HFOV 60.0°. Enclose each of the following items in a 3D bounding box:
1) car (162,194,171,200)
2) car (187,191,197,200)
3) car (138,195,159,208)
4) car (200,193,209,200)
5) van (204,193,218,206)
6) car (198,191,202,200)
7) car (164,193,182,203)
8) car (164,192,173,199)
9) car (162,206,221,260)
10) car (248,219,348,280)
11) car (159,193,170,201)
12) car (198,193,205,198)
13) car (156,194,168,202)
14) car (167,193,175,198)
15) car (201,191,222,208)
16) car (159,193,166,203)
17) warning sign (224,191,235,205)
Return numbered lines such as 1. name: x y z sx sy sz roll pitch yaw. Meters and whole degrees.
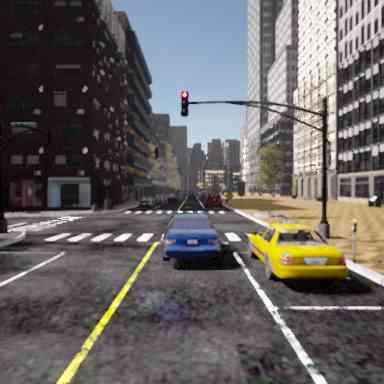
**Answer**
1. car: -5.689 1.073 74.932 1.802 1.307 4.206 0 0 0
2. car: 0.004 1.016 70.547 1.837 1.490 4.892 0 0 0
3. car: -5.691 1.246 41.772 2.008 1.369 4.403 0 0 0
4. car: 2.691 1.035 74.931 1.887 1.381 4.507 0 0 0
5. van: 2.688 1.000 47.296 1.690 1.788 3.998 0 0 0
6. car: 2.689 0.871 63.875 2.192 1.841 5.009 0 0 0
7. car: -3.067 1.208 55.409 1.895 1.301 4.718 0 0 0
8. car: -5.690 0.899 80.457 1.967 1.590 4.097 0 0 0
9. car: -0.105 1.455 12.014 2.033 1.411 5.357 0 0 -3
10. car: 2.687 1.451 9.530 1.752 1.417 4.829 0 0 0
11. car: -5.690 0.963 69.404 1.967 1.590 4.097 0 0 0
12. car: 2.692 0.920 91.680 1.752 1.417 4.829 0 0 0
13. car: -5.690 1.100 63.877 1.887 1.381 4.507 0 0 0
14. car: -5.688 0.922 91.341 1.752 1.417 4.829 0 0 0
15. car: 2.688 1.010 41.770 2.192 1.841 5.009 0 0 0
16. car: -5.690 1.140 58.351 2.008 1.369 4.403 0 0 0
17. warning sign: 5.075 0.789 45.025 1.300 1.860 1.060 0 1 0
